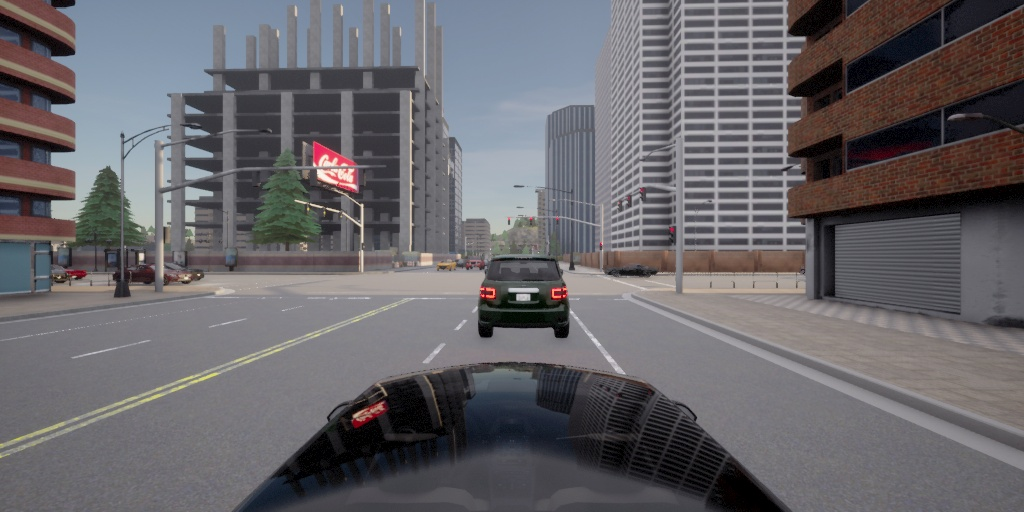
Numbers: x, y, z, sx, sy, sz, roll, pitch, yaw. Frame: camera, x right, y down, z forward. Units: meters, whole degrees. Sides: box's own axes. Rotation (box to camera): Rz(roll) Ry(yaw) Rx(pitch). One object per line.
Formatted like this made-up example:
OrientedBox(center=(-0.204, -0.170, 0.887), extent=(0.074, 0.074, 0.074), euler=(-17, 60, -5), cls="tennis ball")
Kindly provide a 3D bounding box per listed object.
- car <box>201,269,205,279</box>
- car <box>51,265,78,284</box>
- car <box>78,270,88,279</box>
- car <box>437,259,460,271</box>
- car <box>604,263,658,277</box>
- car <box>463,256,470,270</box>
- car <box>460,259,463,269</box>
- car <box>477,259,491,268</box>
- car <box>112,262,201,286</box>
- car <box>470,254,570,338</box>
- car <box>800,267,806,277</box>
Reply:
OrientedBox(center=(-27.207, 1.228, 28.352), extent=(5.008, 1.535, 1.882), euler=(0, 0, 2), cls="car")
OrientedBox(center=(-34.009, 1.254, 25.071), extent=(4.892, 1.490, 1.837), euler=(0, 0, 2), cls="car")
OrientedBox(center=(-37.137, 1.351, 28.675), extent=(4.718, 1.301, 1.895), euler=(0, 0, 2), cls="car")
OrientedBox(center=(-8.867, 1.228, 48.894), extent=(1.882, 1.535, 5.008), euler=(0, 0, 2), cls="car")
OrientedBox(center=(11.287, 1.351, 34.385), extent=(4.718, 1.301, 1.895), euler=(0, 0, 3), cls="car")
OrientedBox(center=(-5.235, 0.971, 52.145), extent=(2.150, 2.045, 5.566), euler=(0, 0, 2), cls="car")
OrientedBox(center=(-8.504, 1.228, 58.310), extent=(1.882, 1.535, 5.008), euler=(0, 0, 2), cls="car")
OrientedBox(center=(-4.844, 1.276, 62.161), extent=(1.812, 1.442, 4.674), euler=(0, 0, 3), cls="car")
OrientedBox(center=(-24.764, 1.276, 24.771), extent=(4.674, 1.442, 1.812), euler=(0, 0, 2), cls="car")
OrientedBox(center=(0.338, 0.971, 10.319), extent=(2.150, 2.045, 5.566), euler=(0, 0, 2), cls="car")
OrientedBox(center=(29.919, 1.227, 33.684), extent=(5.008, 1.535, 1.882), euler=(0, 0, 2), cls="car")
